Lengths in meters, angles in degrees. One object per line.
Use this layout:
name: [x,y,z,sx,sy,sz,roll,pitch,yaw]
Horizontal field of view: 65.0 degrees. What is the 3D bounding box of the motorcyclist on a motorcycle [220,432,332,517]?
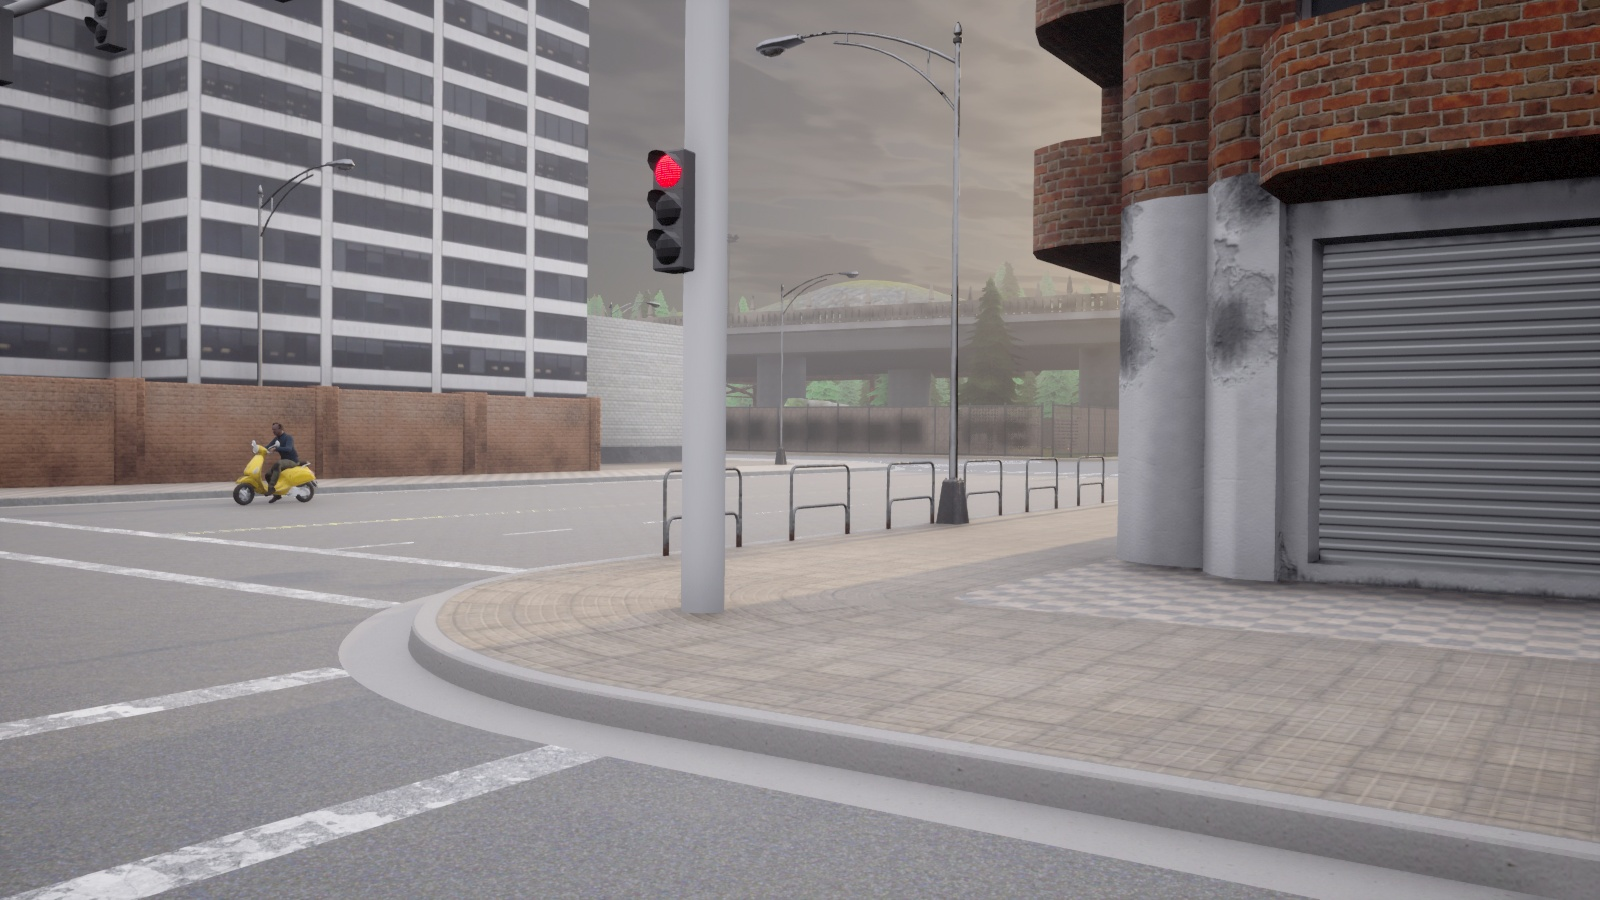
motorcyclist on a motorcycle: [-10.189,0.443,24.478,0.866,1.590,1.817,0,1,33]
